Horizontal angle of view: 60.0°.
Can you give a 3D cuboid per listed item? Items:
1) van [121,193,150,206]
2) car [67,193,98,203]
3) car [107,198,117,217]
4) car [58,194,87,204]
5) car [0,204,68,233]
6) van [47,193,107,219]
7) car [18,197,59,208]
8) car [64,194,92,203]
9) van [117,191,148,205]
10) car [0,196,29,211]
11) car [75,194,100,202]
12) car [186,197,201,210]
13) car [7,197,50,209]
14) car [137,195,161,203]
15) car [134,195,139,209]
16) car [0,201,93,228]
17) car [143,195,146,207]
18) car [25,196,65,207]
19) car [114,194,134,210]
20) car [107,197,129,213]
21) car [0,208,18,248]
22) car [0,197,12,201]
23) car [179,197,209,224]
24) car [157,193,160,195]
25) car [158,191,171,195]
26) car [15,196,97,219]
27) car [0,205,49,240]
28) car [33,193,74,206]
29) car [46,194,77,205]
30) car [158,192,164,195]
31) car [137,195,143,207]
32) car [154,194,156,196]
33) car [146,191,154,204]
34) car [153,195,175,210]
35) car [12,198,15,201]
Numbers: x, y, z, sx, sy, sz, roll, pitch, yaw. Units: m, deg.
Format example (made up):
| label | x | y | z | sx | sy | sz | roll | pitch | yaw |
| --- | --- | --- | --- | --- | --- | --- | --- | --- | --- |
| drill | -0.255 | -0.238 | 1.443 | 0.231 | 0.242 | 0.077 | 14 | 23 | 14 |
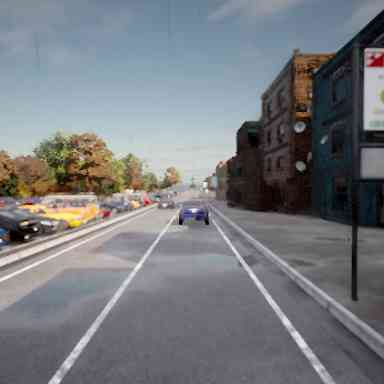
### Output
| label | x | y | z | sx | sy | sz | roll | pitch | yaw |
| --- | --- | --- | --- | --- | --- | --- | --- | --- | --- |
| van | -9.105 | 1.223 | 53.789 | 4.442 | 1.987 | 1.878 | 0 | 0 | 0 |
| car | -22.234 | 1.160 | 67.922 | 5.566 | 2.045 | 2.435 | 0 | 0 | 0 |
| car | -9.363 | 1.532 | 28.865 | 4.792 | 1.488 | 2.163 | 0 | 0 | 0 |
| car | -22.276 | 1.301 | 62.228 | 4.553 | 1.767 | 2.185 | 0 | 0 | 0 |
| car | -9.471 | 1.556 | 17.732 | 4.674 | 1.452 | 2.002 | 0 | 0 | 0 |
| van | -9.294 | 1.281 | 26.018 | 4.442 | 1.987 | 1.878 | 0 | 0 | 0 |
| car | -22.344 | 1.462 | 48.429 | 5.008 | 1.535 | 2.097 | 0 | 0 | 0 |
| car | -22.256 | 1.294 | 65.012 | 4.553 | 1.767 | 2.185 | 0 | 0 | 0 |
| van | -9.142 | 1.237 | 48.347 | 4.442 | 1.987 | 1.878 | 0 | 0 | 0 |
| car | -22.427 | 1.355 | 40.074 | 4.553 | 1.767 | 2.185 | 0 | 0 | 0 |
| car | -22.155 | 1.279 | 70.707 | 4.553 | 1.767 | 2.185 | 0 | 0 | 0 |
| car | 0.192 | 1.459 | 43.106 | 1.837 | 1.490 | 4.892 | 0 | 0 | 0 |
| car | -22.328 | 1.498 | 45.643 | 4.792 | 1.488 | 2.163 | 0 | 0 | 0 |
| car | -9.123 | 1.447 | 70.472 | 4.674 | 1.452 | 2.002 | -1 | 0 | 1 |
| car | -9.322 | 1.484 | 39.999 | 4.892 | 1.521 | 2.231 | 0 | 0 | 0 |
| car | -9.264 | 1.510 | 20.514 | 5.366 | 1.575 | 1.946 | 0 | 0 | 0 |
| car | -9.272 | 1.471 | 45.565 | 4.892 | 1.521 | 2.231 | 0 | 0 | 0 |
| car | -22.506 | 1.452 | 51.090 | 5.366 | 1.575 | 1.946 | 0 | 0 | 0 |
| car | -9.304 | 1.363 | 37.214 | 4.553 | 1.767 | 2.185 | 0 | 0 | 0 |
| car | -9.357 | 1.533 | 34.432 | 4.674 | 1.452 | 2.002 | 0 | 0 | 0 |
| car | -9.511 | 1.518 | 12.165 | 5.008 | 1.535 | 2.097 | 0 | 0 | 0 |
| car | -22.406 | 1.241 | 34.504 | 5.566 | 2.045 | 2.435 | 0 | 0 | 0 |
| car | 0.136 | 1.341 | 24.822 | 2.097 | 1.767 | 4.553 | 0 | 0 | 0 |
| car | -9.174 | 1.450 | 65.047 | 4.792 | 1.488 | 2.163 | 0 | 0 | 0 |
| car | -9.168 | 1.180 | 93.807 | 4.792 | 1.488 | 2.163 | 0 | 0 | 1 |
| car | -9.399 | 1.384 | 23.298 | 4.553 | 1.767 | 2.185 | 0 | 0 | 0 |
| car | -9.482 | 1.517 | 14.948 | 5.008 | 1.535 | 2.097 | 0 | 0 | 0 |
| car | -22.330 | 1.196 | 53.873 | 5.566 | 2.045 | 2.435 | 0 | 0 | 0 |
| car | -22.250 | 1.315 | 56.782 | 4.553 | 1.767 | 2.185 | 0 | 0 | 0 |
| car | -8.940 | 1.410 | 67.829 | 5.366 | 1.575 | 1.946 | 0 | 0 | 0 |
| car | -9.482 | 1.473 | 42.783 | 5.366 | 1.575 | 1.946 | 0 | 0 | 0 |
| car | -9.195 | 1.443 | 56.698 | 4.892 | 1.521 | 2.231 | 0 | 0 | 0 |
| car | -9.212 | 1.205 | 51.131 | 5.566 | 2.045 | 2.435 | 0 | 0 | 0 |
| car | -3.248 | 1.447 | 42.351 | 2.128 | 1.511 | 4.902 | 0 | 0 | 0 |
| car | -22.421 | 1.488 | 37.288 | 4.892 | 1.521 | 2.231 | 0 | 0 | 0 |
